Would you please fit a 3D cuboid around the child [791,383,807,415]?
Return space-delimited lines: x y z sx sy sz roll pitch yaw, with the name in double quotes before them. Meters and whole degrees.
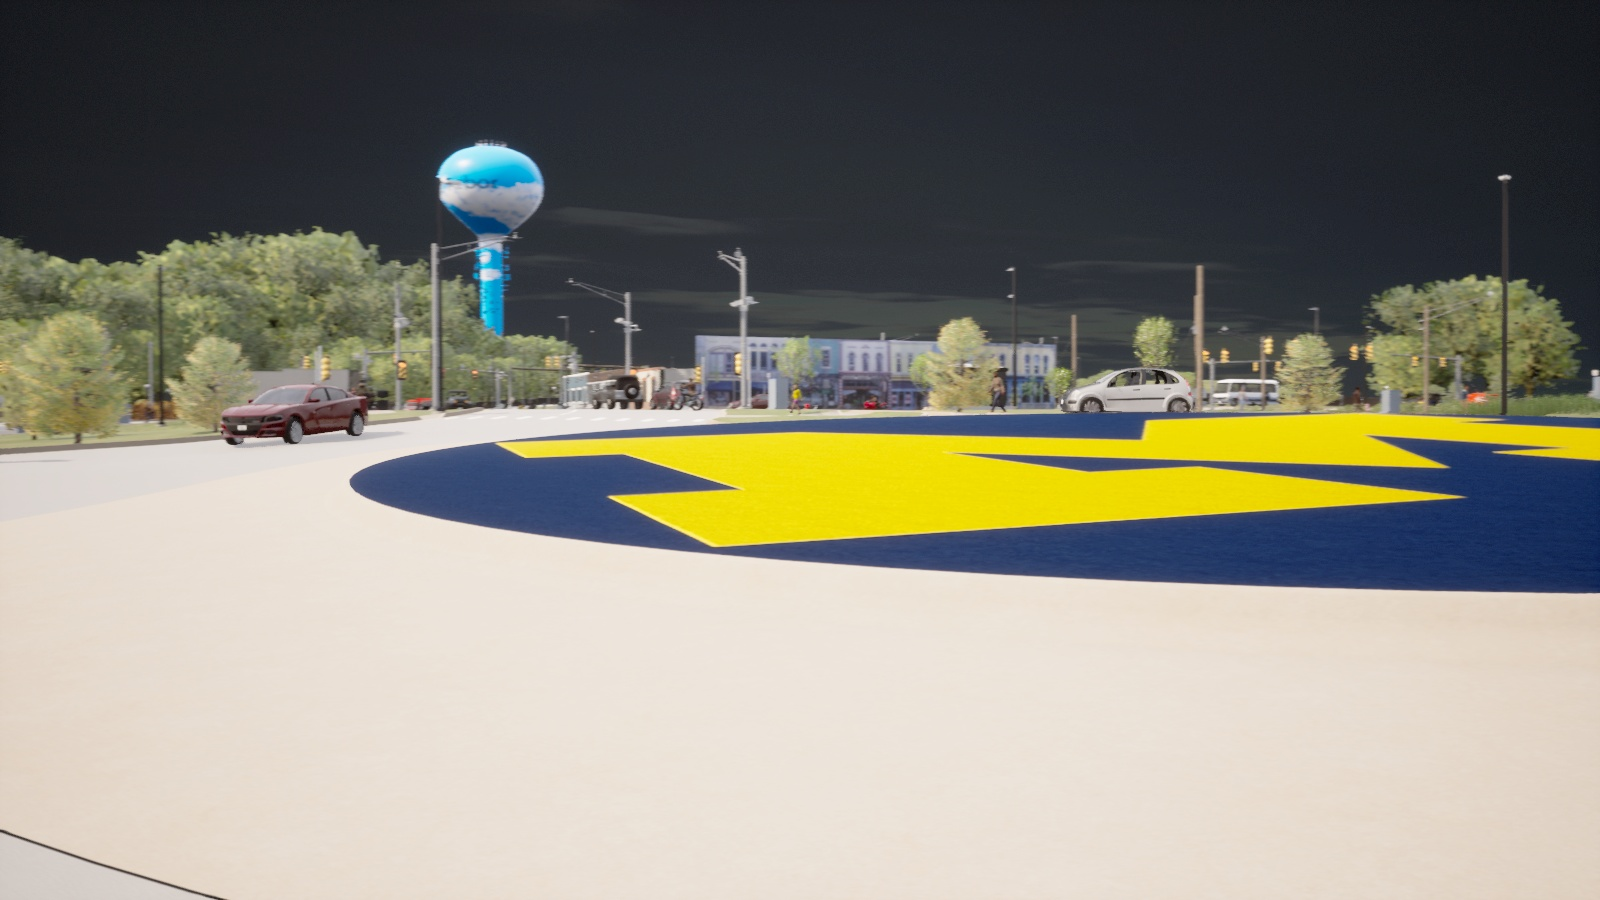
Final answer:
"child" -0.038 -1.845 45.699 0.473 1.160 0.299 0 1 -30

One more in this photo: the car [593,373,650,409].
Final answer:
"car" -9.804 -3.208 68.678 1.905 1.878 3.866 0 2 -28

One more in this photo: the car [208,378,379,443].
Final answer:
"car" -13.562 -1.131 34.043 1.882 1.535 5.008 0 5 10

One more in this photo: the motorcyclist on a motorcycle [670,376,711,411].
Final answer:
"motorcyclist on a motorcycle" -5.317 -2.737 60.839 0.766 1.649 2.350 -1 3 -40

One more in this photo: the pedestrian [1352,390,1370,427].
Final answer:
"pedestrian" 28.147 -2.077 63.044 0.703 1.840 0.431 0 1 -19

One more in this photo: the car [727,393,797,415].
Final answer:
"car" -2.695 -3.296 89.995 4.674 1.442 1.812 0 1 -21

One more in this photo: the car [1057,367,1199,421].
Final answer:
"car" 10.245 -1.728 39.439 3.988 1.617 1.851 0 1 0

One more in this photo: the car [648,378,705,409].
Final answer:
"car" -6.898 -3.110 69.958 1.851 1.617 3.988 0 2 -26

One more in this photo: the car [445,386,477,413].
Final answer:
"car" -24.920 -3.690 92.355 1.905 1.878 3.866 0 1 -21

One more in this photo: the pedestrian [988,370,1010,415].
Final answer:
"pedestrian" 8.162 -2.340 51.473 0.869 1.805 0.328 0 1 -29
